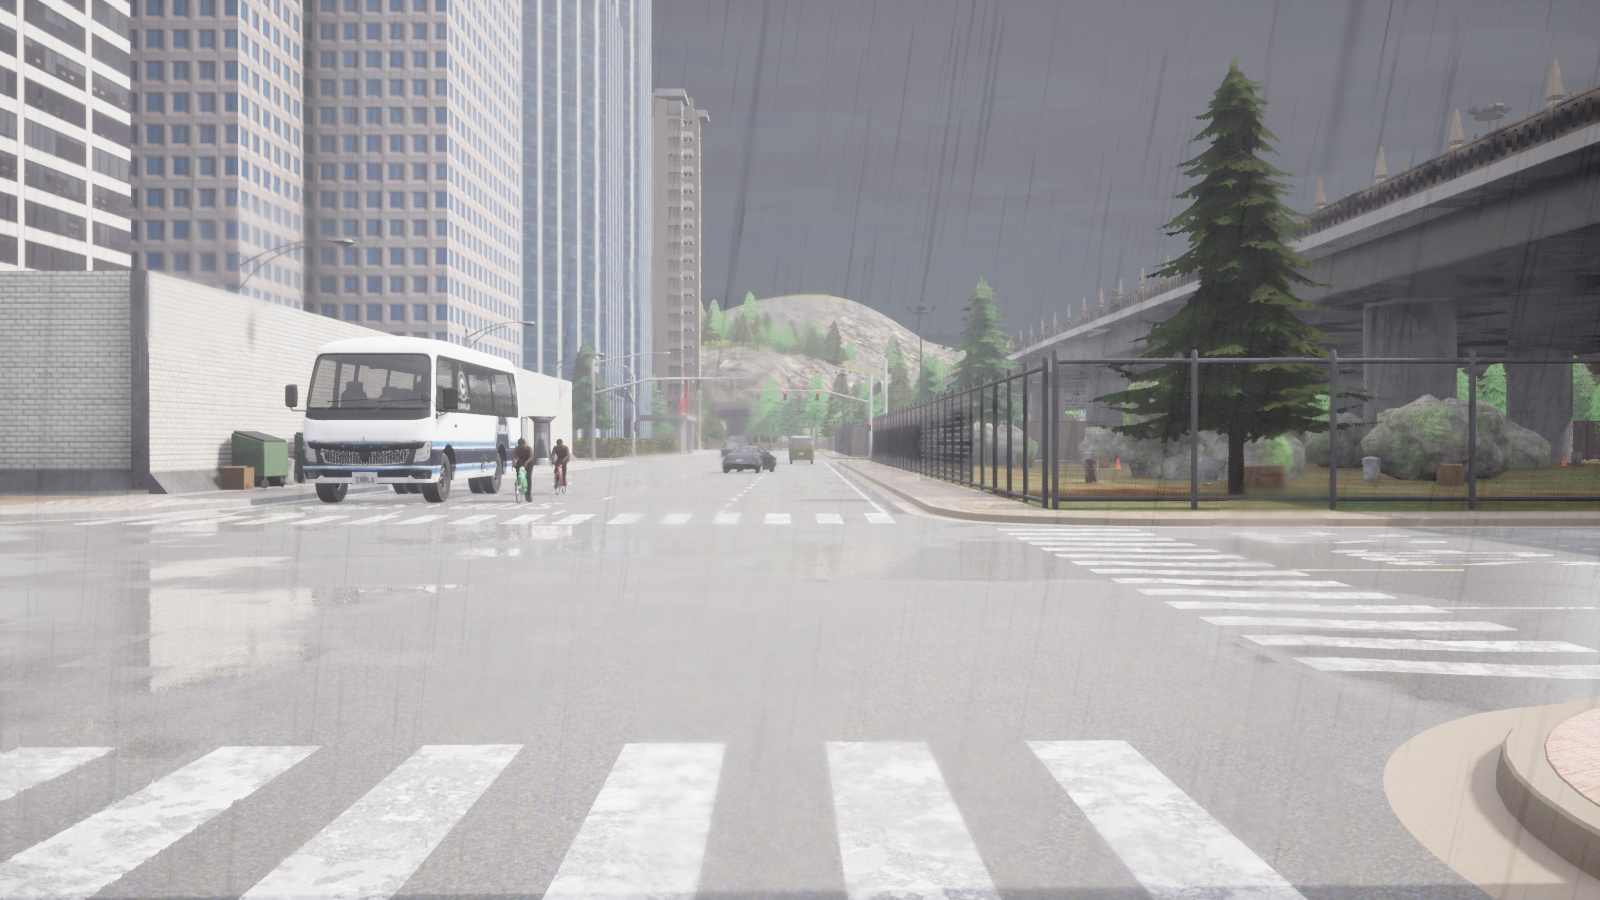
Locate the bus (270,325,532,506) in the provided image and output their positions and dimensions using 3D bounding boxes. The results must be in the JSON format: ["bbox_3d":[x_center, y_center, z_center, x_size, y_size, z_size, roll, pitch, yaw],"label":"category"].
[{"bbox_3d":[-10.448,-0.833,34.565,3.944,4.253,10.273,0,0,0],"label":"bus"}]

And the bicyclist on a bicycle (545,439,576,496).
[{"bbox_3d":[-6.947,0.488,36.426,0.582,1.620,1.656,0,1,0],"label":"bicyclist on a bicycle"}]

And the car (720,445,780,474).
[{"bbox_3d":[-2.484,0.451,63.365,1.994,1.385,4.181,0,0,13],"label":"car"}]

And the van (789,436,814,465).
[{"bbox_3d":[0.106,-0.003,89.002,1.775,1.987,4.442,0,0,0],"label":"van"}]

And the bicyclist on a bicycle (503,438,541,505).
[{"bbox_3d":[-6.952,0.516,31.500,0.582,1.620,1.656,0,1,0],"label":"bicyclist on a bicycle"}]
